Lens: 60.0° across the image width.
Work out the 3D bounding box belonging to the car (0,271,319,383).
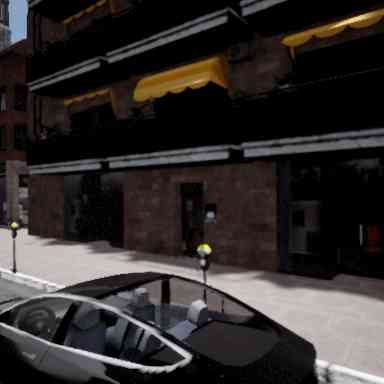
[{"bbox_3d":[-0.897,1.549,3.531,4.313,1.339,1.947,0,-1,36],"label":"car"}]
